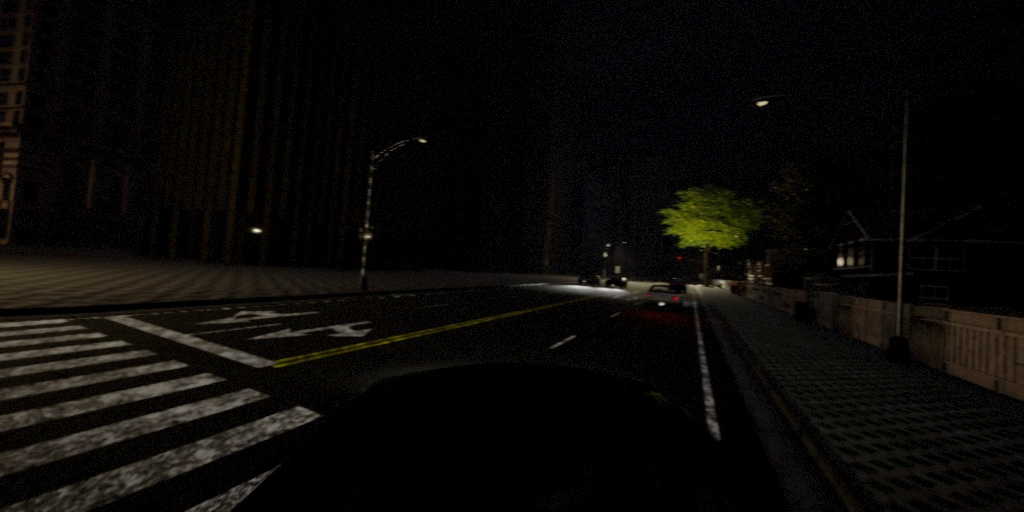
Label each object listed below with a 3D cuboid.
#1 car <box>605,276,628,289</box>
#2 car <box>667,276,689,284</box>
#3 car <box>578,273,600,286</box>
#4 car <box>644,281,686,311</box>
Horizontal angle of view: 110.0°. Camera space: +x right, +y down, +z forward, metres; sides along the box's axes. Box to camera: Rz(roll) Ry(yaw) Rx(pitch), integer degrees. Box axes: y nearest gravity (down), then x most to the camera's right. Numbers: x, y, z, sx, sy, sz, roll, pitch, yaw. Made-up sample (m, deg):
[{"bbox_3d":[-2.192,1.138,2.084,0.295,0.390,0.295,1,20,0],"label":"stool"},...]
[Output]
[{"bbox_3d":[12.466,3.106,42.676,1.895,1.301,4.718,3,-2,27],"label":"car"},{"bbox_3d":[19.038,3.389,41.302,1.882,1.535,5.008,3,-2,27],"label":"car"},{"bbox_3d":[9.583,2.840,44.157,2.128,1.511,4.902,3,-2,27],"label":"car"},{"bbox_3d":[9.043,2.378,21.193,1.895,1.301,4.718,3,-1,27],"label":"car"}]
